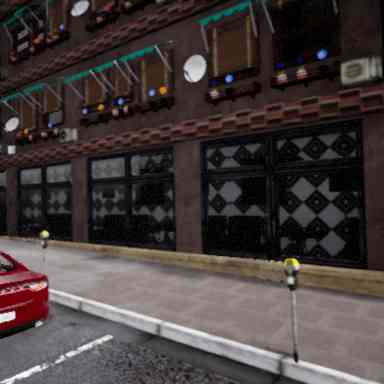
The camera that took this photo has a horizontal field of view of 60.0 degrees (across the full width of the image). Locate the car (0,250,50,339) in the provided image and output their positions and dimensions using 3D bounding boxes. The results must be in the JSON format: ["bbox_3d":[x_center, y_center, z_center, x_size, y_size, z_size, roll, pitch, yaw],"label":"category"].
[{"bbox_3d":[-4.336,1.587,5.842,4.507,1.381,1.887,0,-2,36],"label":"car"}]
